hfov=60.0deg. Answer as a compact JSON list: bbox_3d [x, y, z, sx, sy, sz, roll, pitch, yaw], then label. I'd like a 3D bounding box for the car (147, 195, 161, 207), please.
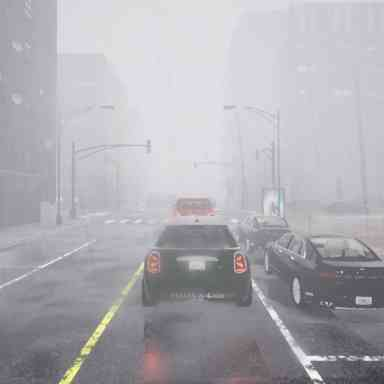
[{"bbox_3d":[-5.676,1.334,51.457,2.192,1.841,5.009,1,0,0],"label":"car"}]

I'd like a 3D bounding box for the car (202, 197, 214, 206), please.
[{"bbox_3d":[2.700,1.603,56.988,1.802,1.307,4.206,1,0,0],"label":"car"}]

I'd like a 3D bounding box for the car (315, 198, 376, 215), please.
[{"bbox_3d":[13.703,1.413,29.856,4.206,1.307,1.802,0,0,0],"label":"car"}]

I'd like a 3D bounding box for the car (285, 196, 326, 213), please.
[{"bbox_3d":[11.364,1.442,35.763,4.892,1.490,1.837,0,-1,3],"label":"car"}]

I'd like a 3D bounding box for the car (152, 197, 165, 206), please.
[{"bbox_3d":[-5.680,1.566,57.028,1.887,1.381,4.507,1,0,0],"label":"car"}]

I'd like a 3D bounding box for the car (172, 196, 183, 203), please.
[{"bbox_3d":[-3.001,1.553,70.748,2.128,1.511,4.902,0,0,0],"label":"car"}]

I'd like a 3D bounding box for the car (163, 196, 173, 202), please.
[{"bbox_3d":[-5.680,1.598,79.312,1.947,1.339,4.313,1,0,0],"label":"car"}]

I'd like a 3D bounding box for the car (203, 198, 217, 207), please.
[{"bbox_3d":[2.700,1.585,51.417,1.947,1.339,4.313,1,0,0],"label":"car"}]

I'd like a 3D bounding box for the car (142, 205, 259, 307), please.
[{"bbox_3d":[0.100,1.354,8.152,2.097,1.767,4.553,0,0,0],"label":"car"}]

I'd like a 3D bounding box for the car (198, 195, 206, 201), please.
[{"bbox_3d":[2.700,1.582,90.414,1.887,1.381,4.507,1,0,0],"label":"car"}]

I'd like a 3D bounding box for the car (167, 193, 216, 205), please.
[{"bbox_3d":[0.087,1.228,17.622,2.150,2.045,5.566,0,0,0],"label":"car"}]

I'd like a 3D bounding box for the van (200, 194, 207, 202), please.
[{"bbox_3d":[2.702,1.373,79.274,1.690,1.788,3.998,1,0,0],"label":"van"}]

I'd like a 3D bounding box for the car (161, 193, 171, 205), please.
[{"bbox_3d":[-3.121,1.240,51.108,2.150,2.045,5.566,0,0,0],"label":"car"}]

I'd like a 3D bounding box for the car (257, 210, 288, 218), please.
[{"bbox_3d":[2.830,1.555,13.224,2.008,1.369,4.403,1,0,0],"label":"car"}]

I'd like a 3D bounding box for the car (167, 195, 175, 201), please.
[{"bbox_3d":[-5.681,1.603,90.454,1.947,1.339,4.313,1,0,0],"label":"car"}]

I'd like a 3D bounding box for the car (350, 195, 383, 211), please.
[{"bbox_3d":[19.290,1.228,38.198,5.009,1.841,2.192,0,0,0],"label":"car"}]

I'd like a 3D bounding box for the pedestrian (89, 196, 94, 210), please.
[{"bbox_3d":[-12.529,1.348,41.381,0.375,1.860,0.375,0,0,0],"label":"pedestrian"}]

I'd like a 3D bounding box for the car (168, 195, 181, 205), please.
[{"bbox_3d":[-3.069,1.375,60.677,2.097,1.767,4.553,0,0,0],"label":"car"}]

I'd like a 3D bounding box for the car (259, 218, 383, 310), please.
[{"bbox_3d":[2.831,1.553,7.654,2.008,1.369,4.403,1,0,0],"label":"car"}]

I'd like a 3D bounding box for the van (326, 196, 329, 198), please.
[{"bbox_3d":[13.763,1.296,38.237,3.998,1.788,1.690,0,0,0],"label":"van"}]
